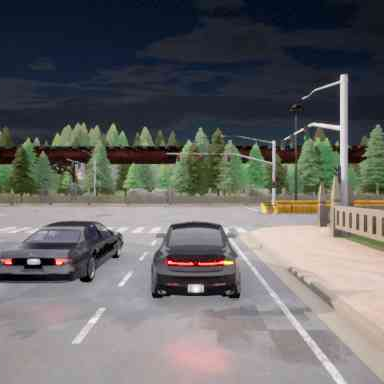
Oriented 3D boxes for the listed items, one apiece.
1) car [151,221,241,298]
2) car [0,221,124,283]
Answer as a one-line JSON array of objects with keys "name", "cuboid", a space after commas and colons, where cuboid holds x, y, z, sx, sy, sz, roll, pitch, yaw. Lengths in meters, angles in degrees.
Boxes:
[{"name": "car", "cuboid": [0.099, 1.503, 8.466, 1.837, 1.490, 4.892, 0, 0, 1]}, {"name": "car", "cuboid": [-3.388, 1.545, 9.655, 2.033, 1.411, 5.357, 0, 0, 0]}]
